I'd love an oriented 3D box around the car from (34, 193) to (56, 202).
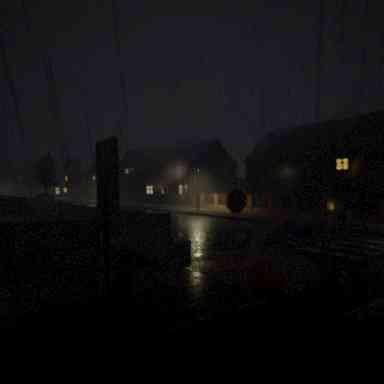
[{"bbox_3d":[-20.245,0.908,45.665,1.837,1.490,4.892,-2,2,-40],"label":"car"}]
